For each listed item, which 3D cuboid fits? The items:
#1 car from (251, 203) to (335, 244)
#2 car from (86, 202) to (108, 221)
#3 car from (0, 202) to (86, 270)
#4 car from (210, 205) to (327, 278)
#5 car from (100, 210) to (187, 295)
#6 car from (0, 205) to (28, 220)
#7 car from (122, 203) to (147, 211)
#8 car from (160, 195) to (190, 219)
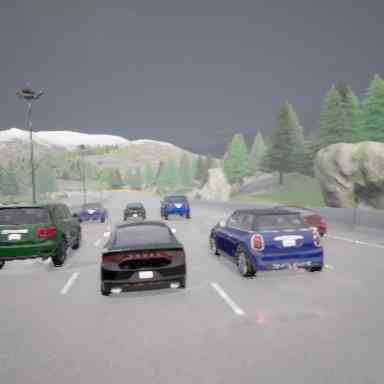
[{"bbox_3d":[4.532,1.356,15.755,1.812,1.442,4.674,-2,0,-10],"label":"car"},{"bbox_3d":[-8.530,1.680,28.964,2.097,1.767,4.553,-2,0,-10],"label":"car"},{"bbox_3d":[-5.469,1.380,12.033,2.150,2.045,5.566,-2,0,-10],"label":"car"},{"bbox_3d":[1.983,1.264,10.167,2.097,1.767,4.553,-2,0,-10],"label":"car"},{"bbox_3d":[-1.359,1.500,9.012,1.882,1.535,5.008,-2,0,-10],"label":"car"},{"bbox_3d":[-21.169,2.371,39.350,1.837,1.490,4.892,-2,0,-10],"label":"car"},{"bbox_3d":[-5.136,1.722,29.877,1.837,1.490,4.892,-2,0,-10],"label":"car"},{"bbox_3d":[-1.575,1.316,29.797,2.150,2.045,5.566,-2,0,-10],"label":"car"}]
